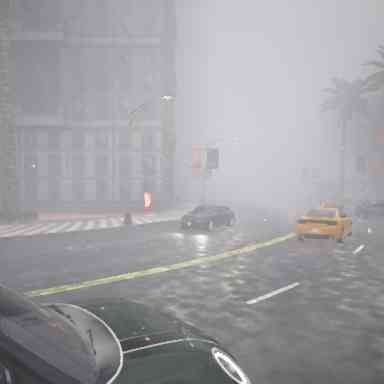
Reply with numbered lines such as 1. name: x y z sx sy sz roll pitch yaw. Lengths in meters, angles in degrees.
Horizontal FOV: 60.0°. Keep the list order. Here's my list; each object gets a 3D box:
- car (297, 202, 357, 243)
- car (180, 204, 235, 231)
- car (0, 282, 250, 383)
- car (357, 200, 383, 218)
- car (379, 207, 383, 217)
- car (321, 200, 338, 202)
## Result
1. car: 6.544 1.477 16.177 1.882 1.535 5.008 0 0 32
2. car: 1.081 1.545 20.657 1.837 1.490 4.892 0 0 31
3. car: -1.680 1.349 2.080 4.553 1.767 2.097 0 0 -36
4. car: 15.955 1.483 29.655 2.128 1.511 4.902 0 0 13
5. car: 9.507 1.491 14.315 2.128 1.511 4.902 0 0 32
6. car: 12.551 1.470 30.468 1.882 1.535 5.008 0 0 13
